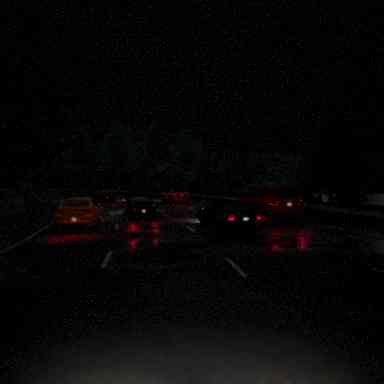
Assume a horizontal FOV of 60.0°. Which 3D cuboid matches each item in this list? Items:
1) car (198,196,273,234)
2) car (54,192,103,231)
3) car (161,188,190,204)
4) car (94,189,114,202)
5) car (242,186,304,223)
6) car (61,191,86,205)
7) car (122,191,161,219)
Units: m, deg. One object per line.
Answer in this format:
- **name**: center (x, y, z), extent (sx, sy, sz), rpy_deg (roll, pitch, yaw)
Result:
- **car**: center (1.683, 1.085, 16.043), extent (2.033, 1.411, 5.357), rpy_deg (0, 2, -12)
- **car**: center (-5.805, 0.999, 17.144), extent (1.882, 1.535, 5.008), rpy_deg (0, 2, -13)
- **car**: center (-1.976, 0.293, 37.345), extent (2.097, 1.767, 4.553), rpy_deg (-1, 2, -25)
- **car**: center (-10.490, 0.396, 38.736), extent (1.882, 1.535, 5.008), rpy_deg (-1, 2, -29)
- **car**: center (4.384, 0.650, 19.720), extent (2.150, 2.045, 5.566), rpy_deg (0, 2, -14)
- **car**: center (-12.874, 0.604, 35.909), extent (1.895, 1.301, 4.718), rpy_deg (-1, 2, -28)
- **car**: center (-3.572, 0.898, 22.242), extent (1.812, 1.442, 4.674), rpy_deg (0, 2, -17)
